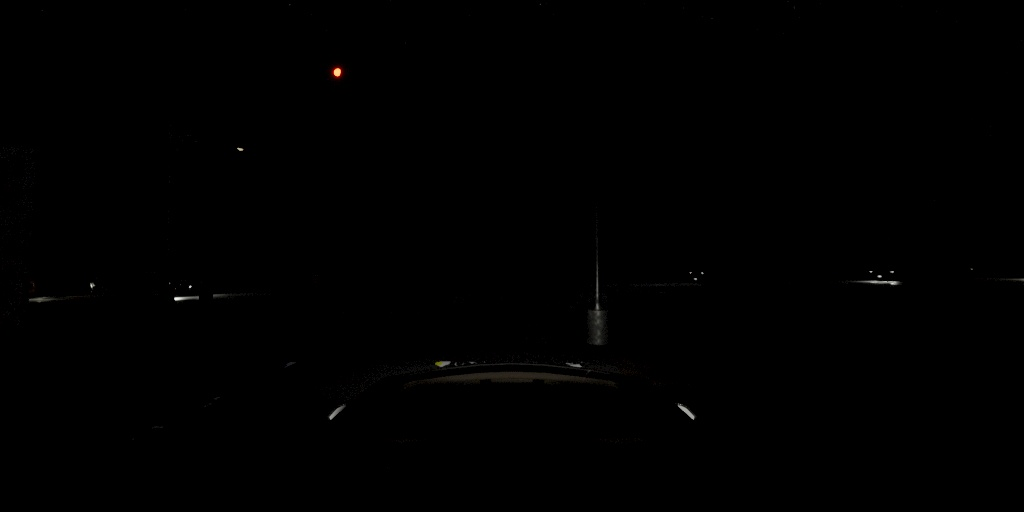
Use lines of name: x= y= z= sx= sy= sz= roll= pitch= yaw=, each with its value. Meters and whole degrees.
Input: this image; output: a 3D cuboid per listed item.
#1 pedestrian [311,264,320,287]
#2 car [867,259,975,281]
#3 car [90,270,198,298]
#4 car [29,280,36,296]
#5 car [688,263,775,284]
pedestrian: x=-15.055 y=1.466 z=27.422 sx=0.375 sy=1.860 sz=0.375 roll=0 pitch=-1 yaw=0
car: x=26.629 y=0.905 z=23.407 sx=5.357 sy=1.411 sz=2.033 roll=-1 pitch=-2 yaw=0
car: x=-20.221 y=1.494 z=19.832 sx=4.892 sy=1.490 sz=1.837 roll=-1 pitch=-2 yaw=0
car: x=-29.645 y=1.582 z=19.860 sx=5.008 sy=1.535 sz=1.882 roll=-1 pitch=-2 yaw=0
car: x=14.177 y=1.157 z=23.415 sx=4.718 sy=1.301 sz=1.895 roll=-1 pitch=-2 yaw=0
